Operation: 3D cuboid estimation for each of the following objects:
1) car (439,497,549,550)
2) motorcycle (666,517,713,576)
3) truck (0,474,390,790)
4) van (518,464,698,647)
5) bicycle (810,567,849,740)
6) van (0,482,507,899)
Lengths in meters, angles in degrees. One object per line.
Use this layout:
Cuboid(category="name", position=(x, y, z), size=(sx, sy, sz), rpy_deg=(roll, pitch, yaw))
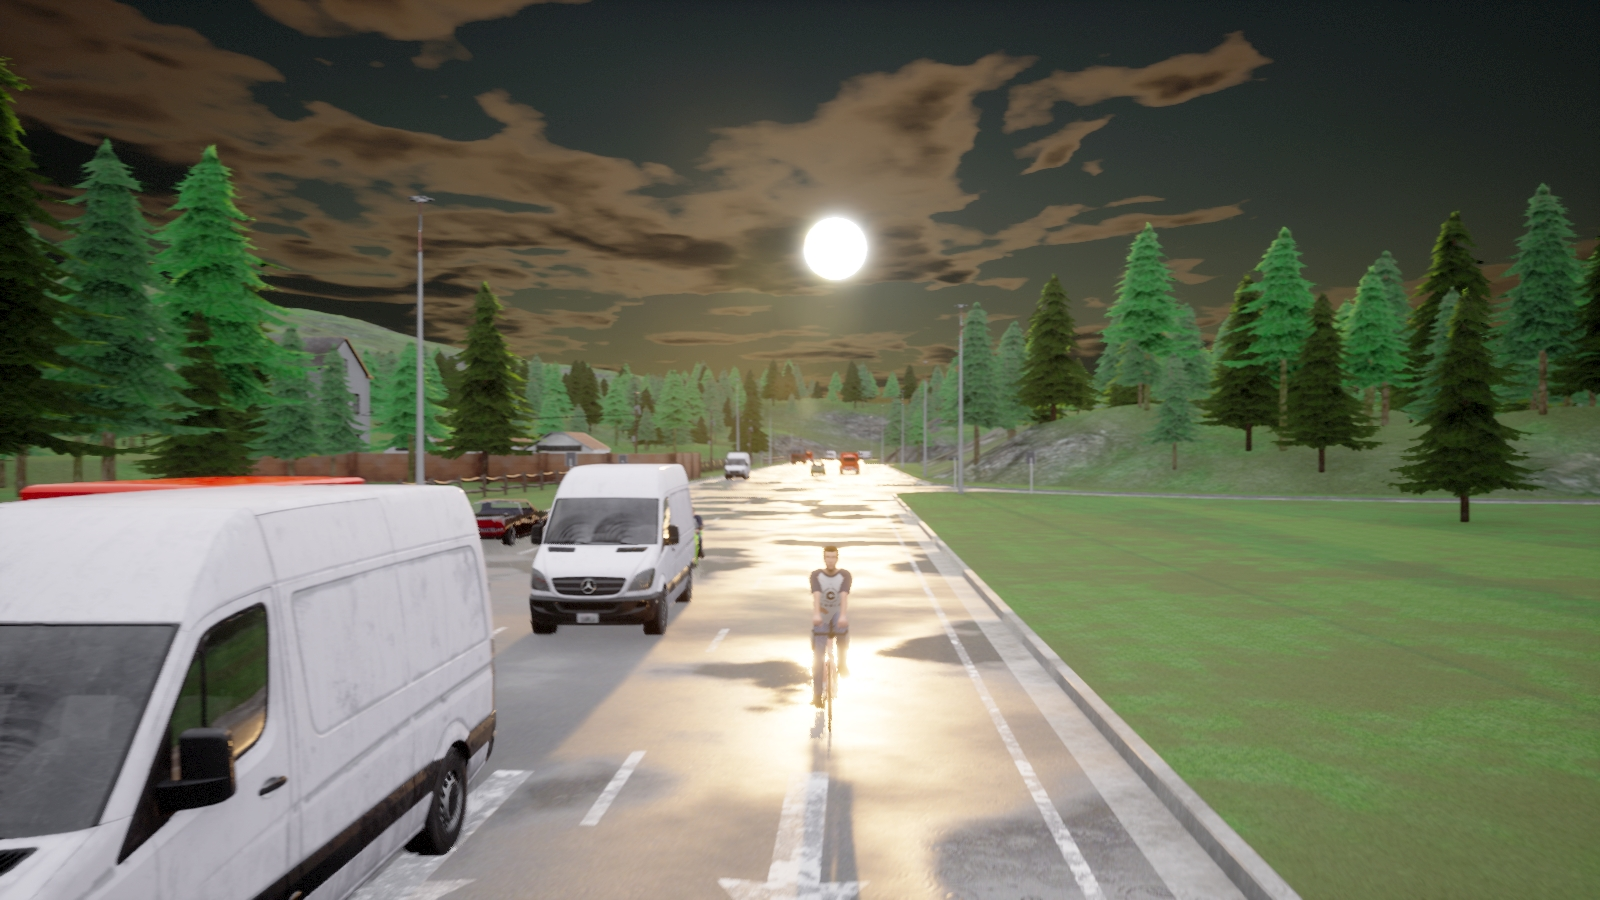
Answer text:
Cuboid(category="car", position=(-9.172, 2.161, 34.678), size=(1.895, 1.301, 4.718), rpy_deg=(0, 0, 3))
Cuboid(category="motorcycle", position=(-2.525, 2.193, 26.327), size=(0.803, 1.199, 2.033), rpy_deg=(0, 0, 3))
Cuboid(category="truck", position=(-6.684, 1.562, 12.104), size=(2.627, 2.467, 5.204), rpy_deg=(0, 0, 3))
Cuboid(category="van", position=(-3.017, 1.540, 19.324), size=(1.988, 2.561, 5.915), rpy_deg=(0, 0, 1))
Cuboid(category="bicycle", position=(0.318, 2.060, 11.903), size=(0.373, 1.496, 1.643), rpy_deg=(0, 0, 2))
Cuboid(category="van", position=(-3.474, 1.536, 6.323), size=(1.988, 2.561, 5.915), rpy_deg=(0, 0, 2))
